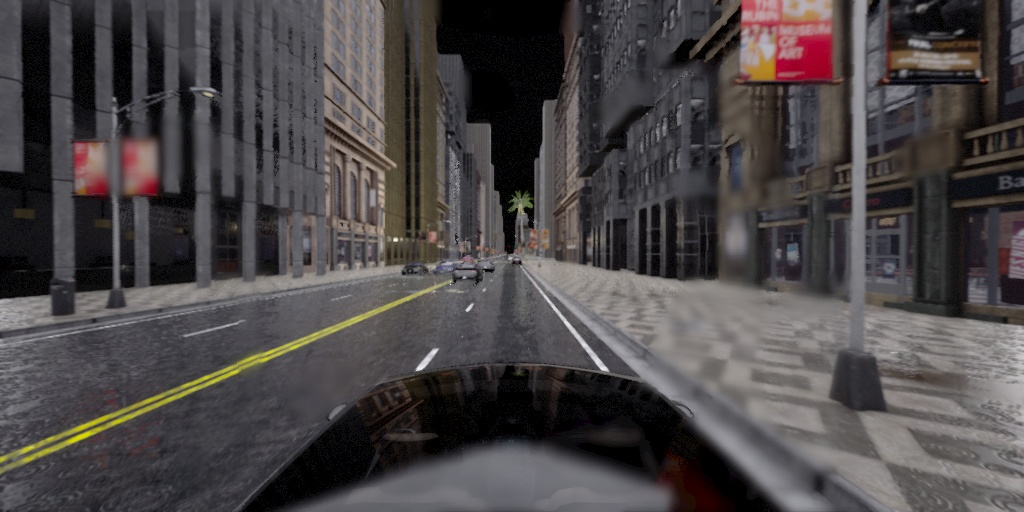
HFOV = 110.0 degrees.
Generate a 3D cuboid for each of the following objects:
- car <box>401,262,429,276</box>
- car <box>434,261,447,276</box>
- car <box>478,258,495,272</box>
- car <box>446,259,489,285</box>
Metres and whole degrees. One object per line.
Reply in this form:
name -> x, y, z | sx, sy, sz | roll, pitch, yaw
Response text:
car -> -9.833, 1.283, 36.573 | 1.994, 1.385, 4.181 | 0, 0, 0
car -> -6.584, 1.245, 36.141 | 1.812, 1.442, 4.674 | 0, 0, 0
car -> -3.144, 1.269, 44.375 | 1.994, 1.385, 4.181 | 0, 0, 0
car -> -3.147, 1.224, 26.288 | 2.128, 1.511, 4.902 | 0, 0, 0
